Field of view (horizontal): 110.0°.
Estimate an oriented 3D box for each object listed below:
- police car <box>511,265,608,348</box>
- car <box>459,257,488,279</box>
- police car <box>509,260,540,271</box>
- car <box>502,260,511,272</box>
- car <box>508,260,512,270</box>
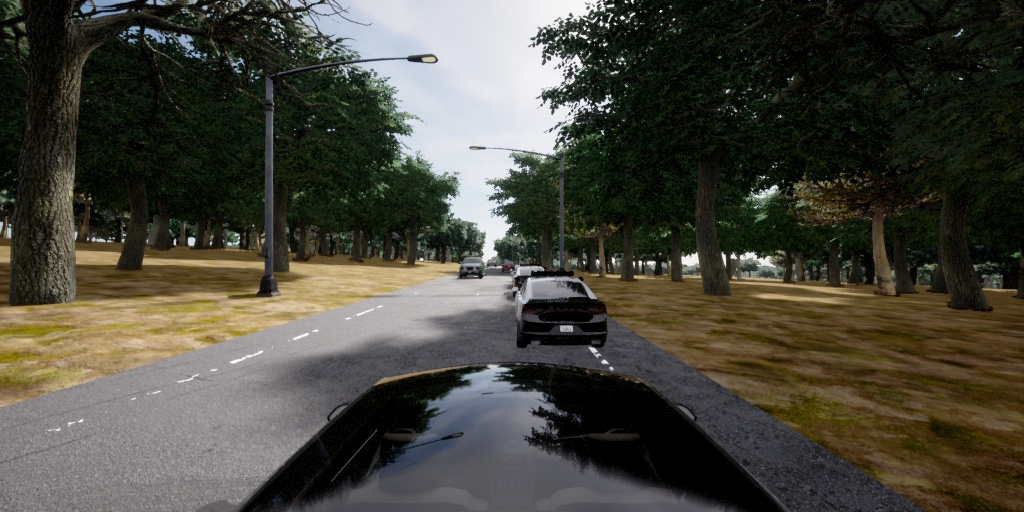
[{"bbox_3d":[1.035,1.191,9.438,1.930,1.638,5.238,0,0,0],"label":"police car"},{"bbox_3d":[-3.838,1.137,35.200,2.150,2.045,5.566,0,0,0],"label":"car"},{"bbox_3d":[0.969,1.221,19.451,1.930,1.638,5.238,-1,0,0],"label":"police car"},{"bbox_3d":[-0.411,1.407,51.681,2.097,1.767,4.553,0,-1,-1],"label":"car"},{"bbox_3d":[0.910,1.298,25.353,1.882,1.535,5.008,-2,0,-1],"label":"car"}]
